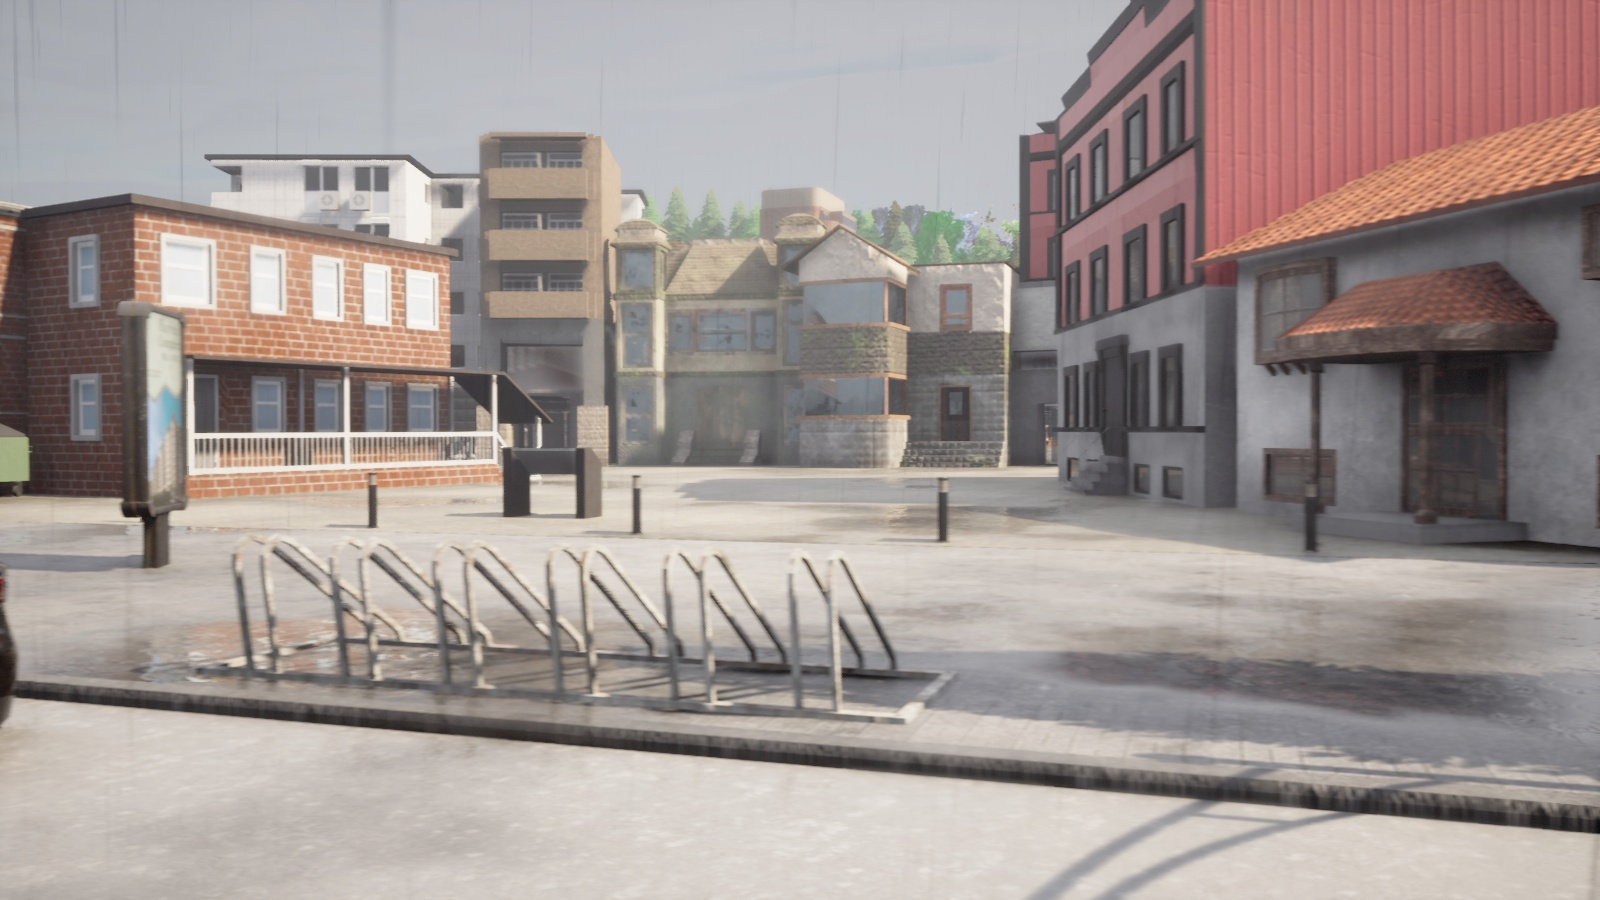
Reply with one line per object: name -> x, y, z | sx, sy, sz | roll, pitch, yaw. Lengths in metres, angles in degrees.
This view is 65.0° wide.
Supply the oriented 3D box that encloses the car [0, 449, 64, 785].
car -> -5.698, 0.728, 5.636 | 4.193, 1.474, 1.816 | 1, 1, 19
